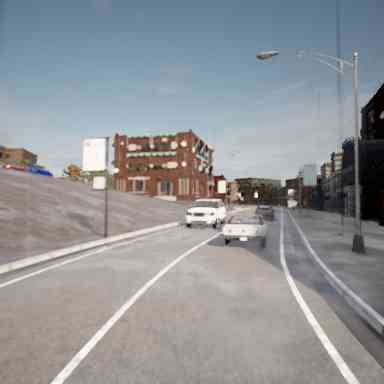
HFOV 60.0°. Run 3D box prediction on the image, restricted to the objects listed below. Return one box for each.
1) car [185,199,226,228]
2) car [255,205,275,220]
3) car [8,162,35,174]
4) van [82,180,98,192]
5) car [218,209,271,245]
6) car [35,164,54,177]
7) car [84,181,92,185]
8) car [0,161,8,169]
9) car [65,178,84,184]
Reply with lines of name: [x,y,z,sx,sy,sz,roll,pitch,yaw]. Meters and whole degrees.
car: [1.142,1.523,24.882,2.150,2.045,5.566,0,-1,15]
car: [7.479,2.033,34.187,2.128,1.511,4.902,0,-2,15]
car: [-21.583,-2.732,40.206,2.185,1.767,4.553,0,-3,5]
van: [-20.731,-1.193,68.013,1.878,1.987,4.442,0,-4,0]
car: [2.729,1.741,16.316,1.895,1.301,4.718,0,-1,14]
car: [-21.174,-2.572,45.801,2.435,2.045,5.566,0,-3,4]
car: [-20.702,-1.306,62.336,2.002,1.452,4.674,0,-4,0]
car: [-22.097,-2.871,34.594,2.231,1.521,4.892,0,-2,7]
car: [-20.755,-1.653,56.805,2.002,1.452,4.674,0,-3,2]
